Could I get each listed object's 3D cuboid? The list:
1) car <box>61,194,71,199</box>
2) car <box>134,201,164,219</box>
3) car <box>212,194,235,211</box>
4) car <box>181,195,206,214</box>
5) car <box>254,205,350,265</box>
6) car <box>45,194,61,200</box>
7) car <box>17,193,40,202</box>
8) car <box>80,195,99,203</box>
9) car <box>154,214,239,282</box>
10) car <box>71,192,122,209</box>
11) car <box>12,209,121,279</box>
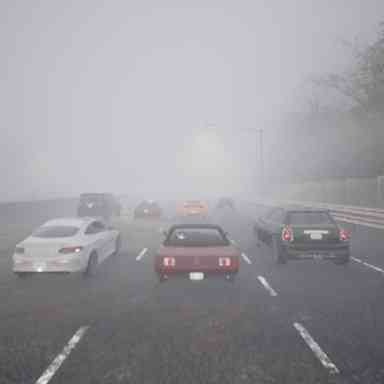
[{"bbox_3d":[-21.005,1.079,59.534,2.128,1.511,4.902,0,0,1],"label":"car"},{"bbox_3d":[-3.388,1.372,26.585,1.994,1.385,4.181,0,0,0],"label":"car"},{"bbox_3d":[3.511,1.241,36.206,1.837,1.490,4.892,0,0,0],"label":"car"},{"bbox_3d":[0.113,1.279,27.485,1.882,1.535,5.008,0,0,0],"label":"car"},{"bbox_3d":[3.504,1.265,11.502,2.097,1.767,4.553,0,0,0],"label":"car"},{"bbox_3d":[-24.497,1.111,59.335,1.812,1.442,4.674,0,0,1],"label":"car"},{"bbox_3d":[-28.001,0.955,56.970,2.097,1.767,4.553,0,0,0],"label":"car"},{"bbox_3d":[-17.510,1.203,57.069,1.895,1.301,4.718,0,0,1],"label":"car"},{"bbox_3d":[0.107,1.531,9.468,1.895,1.301,4.718,0,0,0],"label":"car"},{"bbox_3d":[-6.893,1.040,25.185,2.150,2.045,5.566,0,0,0],"label":"car"},{"bbox_3d":[-3.393,1.454,9.721,1.812,1.442,4.674,0,0,0],"label":"car"}]
